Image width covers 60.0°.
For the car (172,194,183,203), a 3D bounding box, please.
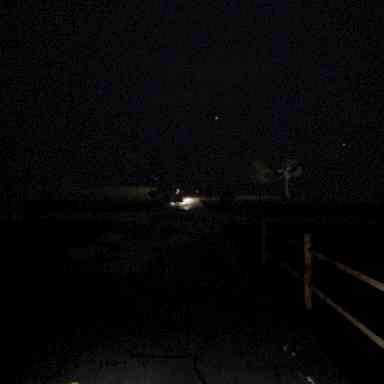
[{"bbox_3d":[-2.753,1.221,63.886,2.097,1.767,4.553,0,0,0],"label":"car"}]
